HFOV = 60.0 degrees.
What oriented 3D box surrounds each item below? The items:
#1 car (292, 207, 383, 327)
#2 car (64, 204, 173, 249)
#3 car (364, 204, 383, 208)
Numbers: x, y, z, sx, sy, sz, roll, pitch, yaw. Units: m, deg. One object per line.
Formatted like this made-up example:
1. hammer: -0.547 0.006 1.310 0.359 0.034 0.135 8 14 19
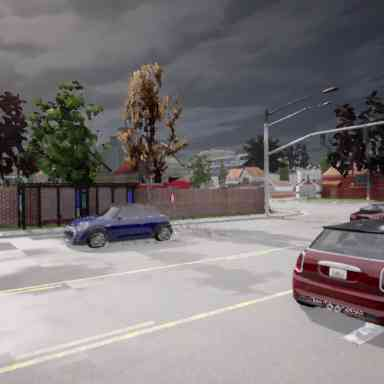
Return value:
1. car: 4.122 1.341 6.700 4.553 1.767 2.097 0 0 -36
2. car: -3.159 1.345 14.641 4.553 1.767 2.097 0 0 -36
3. car: 11.668 1.473 20.847 4.181 1.385 1.994 -1 0 -35
